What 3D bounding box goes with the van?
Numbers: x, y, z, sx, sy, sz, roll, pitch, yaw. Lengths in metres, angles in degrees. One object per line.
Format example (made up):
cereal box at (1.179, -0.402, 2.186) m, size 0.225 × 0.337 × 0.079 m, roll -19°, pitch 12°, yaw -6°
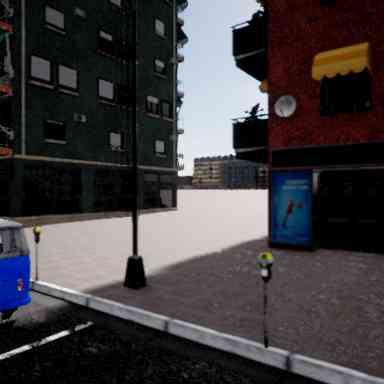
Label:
van at (-4.690, 1.327, 6.216) m, size 3.998 × 1.788 × 1.690 m, roll 0°, pitch 0°, yaw 35°
